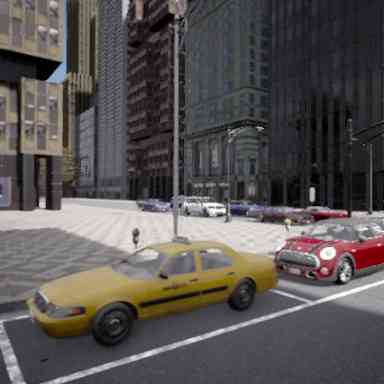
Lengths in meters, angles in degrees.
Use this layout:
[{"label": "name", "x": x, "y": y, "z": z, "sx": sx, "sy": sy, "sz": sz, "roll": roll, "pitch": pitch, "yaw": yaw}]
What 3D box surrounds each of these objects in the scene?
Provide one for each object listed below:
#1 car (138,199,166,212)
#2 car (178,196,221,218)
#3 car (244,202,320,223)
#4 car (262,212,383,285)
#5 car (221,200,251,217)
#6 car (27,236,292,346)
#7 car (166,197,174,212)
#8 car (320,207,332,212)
[{"label": "car", "x": -4.751, "y": 1.691, "z": 43.300, "sx": 2.097, "sy": 1.767, "sz": 4.553, "roll": 0, "pitch": 0, "yaw": -35}, {"label": "car", "x": 1.148, "y": 1.530, "z": 35.013, "sx": 2.150, "sy": 2.045, "sz": 5.566, "roll": 0, "pitch": 0, "yaw": -35}, {"label": "car", "x": 7.061, "y": 1.826, "z": 26.715, "sx": 2.033, "sy": 1.411, "sz": 5.357, "roll": 0, "pitch": 0, "yaw": -35}, {"label": "car", "x": 4.280, "y": 1.530, "z": 9.709, "sx": 4.097, "sy": 1.590, "sz": 1.967, "roll": 1, "pitch": -1, "yaw": -36}, {"label": "car", "x": 5.514, "y": 1.671, "z": 34.494, "sx": 2.097, "sy": 1.767, "sz": 4.553, "roll": 0, "pitch": 0, "yaw": -36}, {"label": "car", "x": -0.418, "y": 1.558, "z": 6.355, "sx": 4.829, "sy": 1.417, "sz": 1.752, "roll": 1, "pitch": -1, "yaw": -36}, {"label": "car", "x": -0.699, "y": 1.573, "z": 43.209, "sx": 2.150, "sy": 2.045, "sz": 5.566, "roll": 0, "pitch": 0, "yaw": -35}, {"label": "car", "x": 10.630, "y": 1.894, "z": 27.307, "sx": 1.895, "sy": 1.301, "sz": 4.718, "roll": 0, "pitch": 0, "yaw": -36}]
